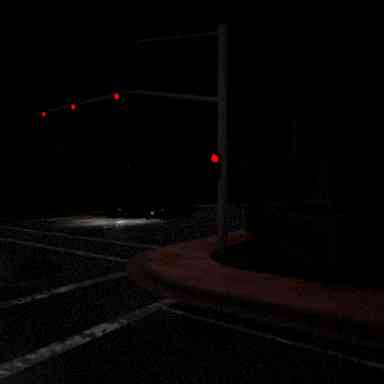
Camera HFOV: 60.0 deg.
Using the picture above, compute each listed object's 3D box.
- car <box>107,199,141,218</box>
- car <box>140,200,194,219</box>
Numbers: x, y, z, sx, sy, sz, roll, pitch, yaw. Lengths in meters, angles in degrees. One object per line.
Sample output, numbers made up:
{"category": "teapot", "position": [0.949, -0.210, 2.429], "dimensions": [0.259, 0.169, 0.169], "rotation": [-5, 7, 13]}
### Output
{"category": "car", "position": [-5.371, 1.448, 29.868], "dimensions": [1.882, 1.535, 5.008], "rotation": [0, 0, 36]}
{"category": "car", "position": [-1.783, 1.467, 28.867], "dimensions": [2.128, 1.511, 4.902], "rotation": [0, 0, 36]}
